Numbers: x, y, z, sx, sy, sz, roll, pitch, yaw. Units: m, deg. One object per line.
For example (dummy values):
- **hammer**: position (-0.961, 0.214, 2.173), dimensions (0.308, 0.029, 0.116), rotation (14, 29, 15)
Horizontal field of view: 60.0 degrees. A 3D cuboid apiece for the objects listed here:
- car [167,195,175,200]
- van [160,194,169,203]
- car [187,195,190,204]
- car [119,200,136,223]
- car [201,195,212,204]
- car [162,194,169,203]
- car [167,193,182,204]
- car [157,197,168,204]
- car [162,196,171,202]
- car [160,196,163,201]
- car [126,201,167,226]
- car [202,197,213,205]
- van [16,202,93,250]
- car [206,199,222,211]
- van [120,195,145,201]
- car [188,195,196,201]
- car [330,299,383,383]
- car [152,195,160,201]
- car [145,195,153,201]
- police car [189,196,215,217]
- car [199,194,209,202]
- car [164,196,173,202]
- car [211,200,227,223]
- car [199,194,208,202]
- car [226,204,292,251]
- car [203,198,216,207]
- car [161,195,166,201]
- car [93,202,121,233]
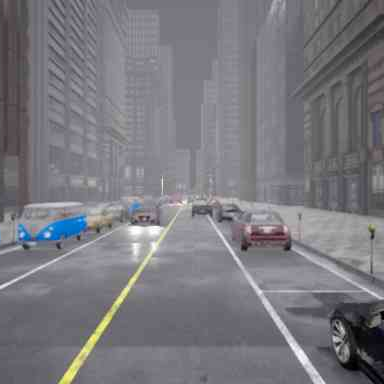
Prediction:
- **car**: position (-5.763, 1.638, 92.997), dimensions (1.947, 1.339, 4.313), rotation (0, 0, 0)
- **van**: position (-5.764, 1.381, 70.451), dimensions (1.690, 1.788, 3.998), rotation (0, 0, 0)
- **car**: position (0.002, 1.583, 64.814), dimensions (2.033, 1.411, 5.357), rotation (0, 0, 0)
- **car**: position (-5.765, 1.557, 25.357), dimensions (2.008, 1.369, 4.403), rotation (0, 0, 0)
- **car**: position (2.761, 1.474, 64.819), dimensions (1.967, 1.590, 4.097), rotation (0, 0, 0)
- **car**: position (-5.764, 1.579, 59.177), dimensions (2.008, 1.369, 4.403), rotation (0, 0, 0)
- **car**: position (-3.017, 1.261, 63.904), dimensions (2.150, 2.045, 5.566), rotation (0, 0, 1)
- **car**: position (-5.764, 1.615, 64.814), dimensions (1.802, 1.307, 4.206), rotation (0, 0, 0)
- **car**: position (-5.764, 1.572, 75.917), dimensions (1.752, 1.417, 4.829), rotation (0, 0, 0)
- **car**: position (-5.764, 1.586, 47.904), dimensions (1.947, 1.339, 4.313), rotation (0, 0, 0)
- **car**: position (-3.098, 1.570, 23.618), dimensions (1.994, 1.385, 4.181), rotation (0, 0, 0)
- **car**: position (2.761, 1.610, 59.183), dimensions (1.802, 1.307, 4.206), rotation (0, 0, 0)
- **van**: position (-5.765, 1.344, 14.084), dimensions (1.690, 1.788, 3.998), rotation (0, 0, 0)
- **car**: position (2.761, 1.599, 42.273), dimensions (1.802, 1.307, 4.206), rotation (0, 0, 0)
- **van**: position (-5.765, 1.351, 30.994), dimensions (1.690, 1.788, 3.998), rotation (0, 0, 0)
- **car**: position (0.002, 1.461, 84.453), dimensions (1.837, 1.490, 4.892), rotation (0, 0, 0)
- **car**: position (2.760, 1.566, 2.819), dimensions (1.947, 1.339, 4.313), rotation (0, 0, 0)
- **car**: position (-5.765, 1.332, 42.268), dimensions (2.192, 1.841, 5.009), rotation (0, 0, 0)
- **car**: position (-5.765, 1.453, 36.630), dimensions (1.967, 1.590, 4.097), rotation (0, 0, 0)
- **police car**: position (0.901, 1.435, 31.082), dimensions (1.930, 1.638, 5.238), rotation (0, 0, 0)
- **car**: position (2.760, 1.362, 76.090), dimensions (2.192, 1.841, 5.009), rotation (0, 0, 0)
- **car**: position (-5.763, 1.636, 81.724), dimensions (1.802, 1.307, 4.206), rotation (0, 0, 0)
- **car**: position (2.761, 1.573, 25.364), dimensions (1.947, 1.339, 4.313), rotation (0, 0, 0)
- **car**: position (2.760, 1.369, 81.727), dimensions (2.192, 1.841, 5.009), rotation (0, 0, 0)
- **car**: position (2.760, 1.443, 14.091), dimensions (1.967, 1.590, 4.097), rotation (0, 0, 0)
- **car**: position (2.761, 1.606, 53.546), dimensions (1.802, 1.307, 4.206), rotation (0, 0, 0)
- **car**: position (-5.764, 1.590, 53.541), dimensions (1.947, 1.339, 4.313), rotation (0, 0, 0)
- **car**: position (-5.765, 1.530, 19.551), dimensions (1.752, 1.417, 4.829), rotation (0, 0, 0)
